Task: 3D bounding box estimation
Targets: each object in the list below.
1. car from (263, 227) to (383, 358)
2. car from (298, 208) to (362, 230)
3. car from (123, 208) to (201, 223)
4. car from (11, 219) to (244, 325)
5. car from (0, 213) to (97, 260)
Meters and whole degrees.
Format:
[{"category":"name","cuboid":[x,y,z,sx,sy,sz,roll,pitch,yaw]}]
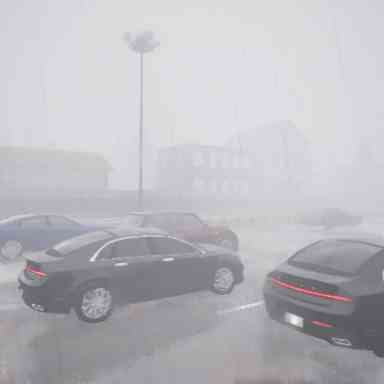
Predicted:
[{"category":"car","cuboid":[3.425,1.577,6.077,4.892,1.490,1.837,1,-1,-35]},{"category":"car","cuboid":[9.695,1.799,23.229,5.357,1.411,2.033,1,-1,-35]},{"category":"car","cuboid":[-0.490,1.440,11.880,4.553,1.767,2.097,1,-1,-35]},{"category":"car","cuboid":[-1.008,1.552,7.257,4.892,1.490,1.837,1,-1,-35]},{"category":"car","cuboid":[-5.381,1.536,12.741,5.008,1.535,1.882,1,-1,-35]}]
